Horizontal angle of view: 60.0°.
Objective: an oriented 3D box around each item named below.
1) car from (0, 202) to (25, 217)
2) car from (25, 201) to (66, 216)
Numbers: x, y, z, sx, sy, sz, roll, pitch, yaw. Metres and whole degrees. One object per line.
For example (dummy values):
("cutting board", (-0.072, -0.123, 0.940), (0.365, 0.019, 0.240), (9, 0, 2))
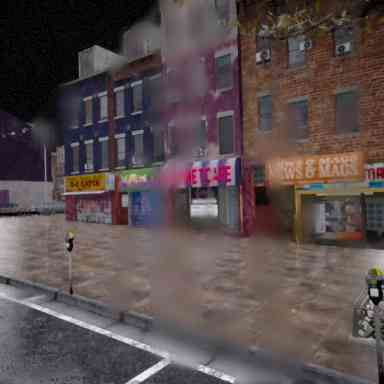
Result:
("car", (-17.570, 1.621, 30.227), (2.033, 1.411, 5.357), (-2, -1, 39))
("car", (-13.037, 1.540, 31.514), (1.994, 1.385, 4.181), (-2, -1, 36))
